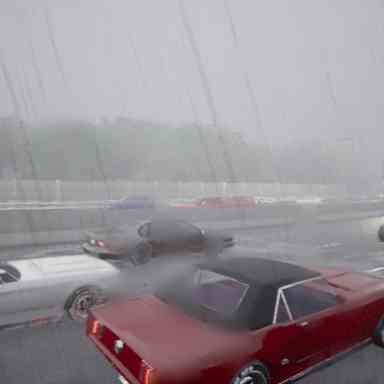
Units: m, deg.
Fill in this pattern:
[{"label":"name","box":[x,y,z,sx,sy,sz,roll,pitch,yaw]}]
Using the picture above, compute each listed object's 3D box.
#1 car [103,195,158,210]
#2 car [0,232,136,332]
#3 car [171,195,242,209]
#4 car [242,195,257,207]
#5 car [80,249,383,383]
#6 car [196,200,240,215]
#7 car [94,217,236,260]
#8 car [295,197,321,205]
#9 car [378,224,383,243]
[{"label":"car","box":[-6.205,1.311,33.919,5.566,2.045,2.150,0,0,-35]},{"label":"car","box":[-3.552,1.601,5.510,4.718,1.301,1.895,0,0,-35]},{"label":"car","box":[0.902,1.316,26.087,5.566,2.045,2.150,0,0,-35]},{"label":"car","box":[3.882,1.322,32.478,5.566,2.045,2.150,0,0,-35]},{"label":"car","box":[1.127,1.625,4.670,4.718,1.301,1.895,0,0,-35]},{"label":"car","box":[2.843,1.624,36.024,4.674,1.442,1.812,0,0,-35]},{"label":"car","box":[-0.983,1.587,11.635,5.357,1.411,2.033,0,0,-35]},{"label":"car","box":[17.780,1.447,50.709,4.674,1.442,1.812,-2,1,-35]},{"label":"car","box":[10.527,1.664,15.503,4.181,1.385,1.994,0,0,-35]}]
